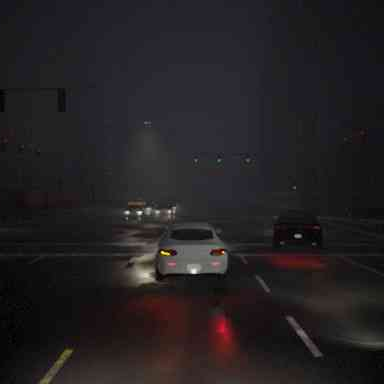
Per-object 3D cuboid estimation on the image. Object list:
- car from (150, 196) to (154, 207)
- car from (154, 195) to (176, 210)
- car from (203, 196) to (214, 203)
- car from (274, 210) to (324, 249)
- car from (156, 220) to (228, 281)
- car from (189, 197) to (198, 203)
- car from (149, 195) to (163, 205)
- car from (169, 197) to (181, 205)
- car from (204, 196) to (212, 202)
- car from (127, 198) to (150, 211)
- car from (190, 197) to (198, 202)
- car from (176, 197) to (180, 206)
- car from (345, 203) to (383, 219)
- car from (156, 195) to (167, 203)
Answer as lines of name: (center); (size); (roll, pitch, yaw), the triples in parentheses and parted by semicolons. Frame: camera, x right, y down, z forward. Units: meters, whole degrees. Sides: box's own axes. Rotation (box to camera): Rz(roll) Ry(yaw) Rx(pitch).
car: (-7.106, 1.648, 53.311); (2.128, 1.511, 4.902); (0, 0, 1)
car: (-3.716, 1.615, 46.438); (1.882, 1.535, 5.008); (0, 0, 1)
car: (3.810, 1.697, 74.369); (1.882, 1.535, 5.008); (0, 0, 1)
car: (4.773, 1.522, 14.942); (1.882, 1.535, 5.008); (-1, 0, 18)
car: (-0.079, 1.555, 9.860); (1.812, 1.442, 4.674); (0, 0, -3)
car: (0.307, 1.814, 74.240); (1.895, 1.301, 4.718); (0, 0, 1)
car: (-6.878, 1.539, 63.370); (2.097, 1.767, 4.553); (0, 0, 1)
car: (-3.320, 1.743, 66.260); (2.033, 1.411, 5.357); (0, 0, 1)
car: (3.970, 1.727, 84.483); (1.882, 1.535, 5.008); (0, 0, 1)
car: (-7.251, 1.607, 44.044); (1.882, 1.535, 5.008); (0, 0, 1)
car: (0.471, 1.845, 84.568); (1.895, 1.301, 4.718); (0, 0, 1)
car: (-3.558, 1.669, 55.665); (1.837, 1.490, 4.892); (0, 0, 1)
car: (16.403, 1.690, 29.902); (4.718, 1.301, 1.895); (0, 0, 0)
car: (-6.706, 1.557, 73.459); (2.097, 1.767, 4.553); (0, 0, 1)
